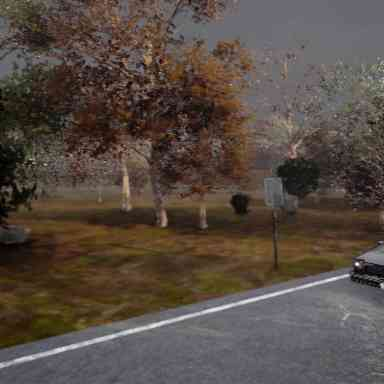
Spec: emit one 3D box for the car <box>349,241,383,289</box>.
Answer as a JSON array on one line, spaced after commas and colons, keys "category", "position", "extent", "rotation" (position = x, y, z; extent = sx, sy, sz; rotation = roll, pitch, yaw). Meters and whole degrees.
[{"category": "car", "position": [6.132, 1.517, 8.186], "extent": [5.357, 1.411, 2.033], "rotation": [0, 0, -34]}]
